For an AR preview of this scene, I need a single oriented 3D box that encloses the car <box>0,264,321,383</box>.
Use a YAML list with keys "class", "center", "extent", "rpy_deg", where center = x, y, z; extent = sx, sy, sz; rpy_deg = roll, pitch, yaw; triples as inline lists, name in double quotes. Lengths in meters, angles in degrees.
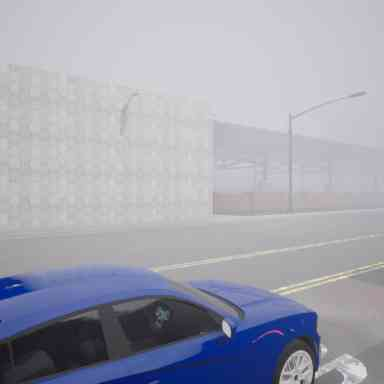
- class: "car"
  center: [-0.776, 1.478, 3.196]
  extent: [5.008, 1.535, 1.882]
  rpy_deg: [0, 0, -36]
